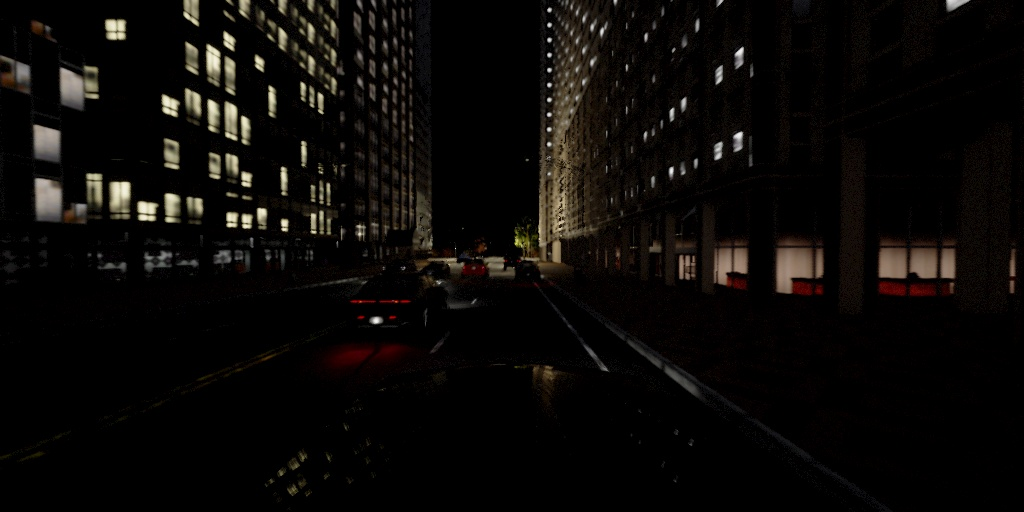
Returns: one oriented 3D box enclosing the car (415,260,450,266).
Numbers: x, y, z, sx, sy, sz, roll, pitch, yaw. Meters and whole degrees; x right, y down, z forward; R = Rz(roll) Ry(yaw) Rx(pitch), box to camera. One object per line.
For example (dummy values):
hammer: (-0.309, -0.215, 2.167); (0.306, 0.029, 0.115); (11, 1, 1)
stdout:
car: (-6.587, 1.142, 31.553); (2.128, 1.511, 4.902); (0, 0, 0)

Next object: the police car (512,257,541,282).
police car: (1.135, 1.090, 27.558); (1.930, 1.638, 5.238); (0, 0, 0)

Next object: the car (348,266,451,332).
car: (-3.152, 1.227, 10.754); (1.837, 1.490, 4.892); (0, 0, 0)

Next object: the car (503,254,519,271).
car: (0.003, 0.816, 46.527); (2.150, 2.045, 5.566); (0, 0, 0)

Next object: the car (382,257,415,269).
car: (-9.836, 1.000, 31.656); (2.097, 1.767, 4.553); (0, 0, 0)

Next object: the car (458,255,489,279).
car: (-3.153, 1.001, 31.666); (2.097, 1.767, 4.553); (0, 0, 0)
